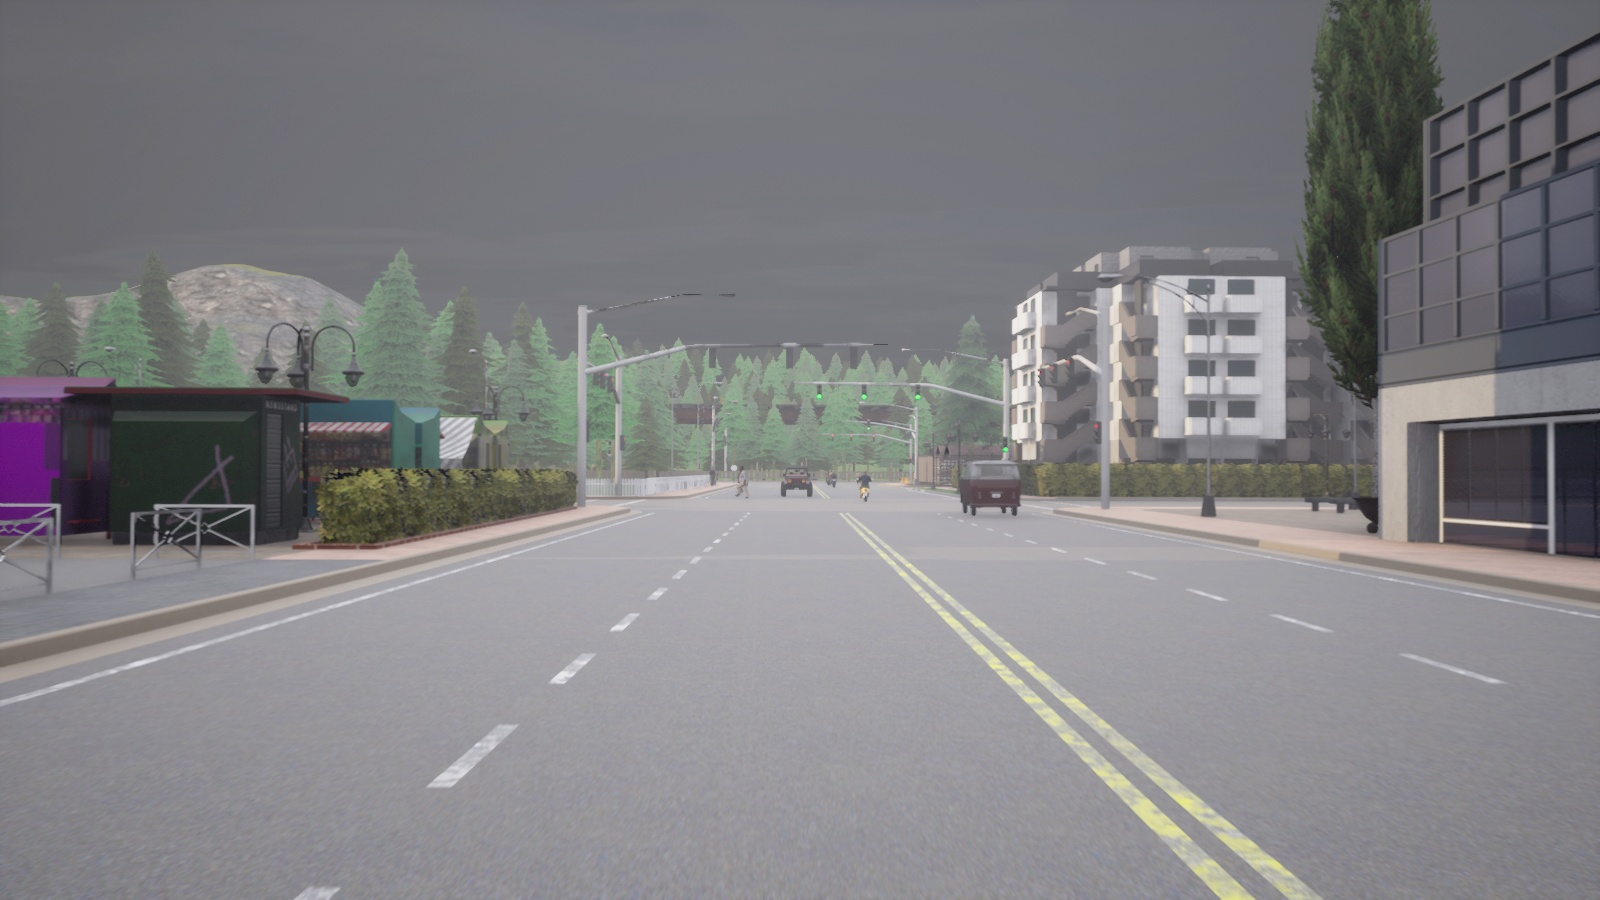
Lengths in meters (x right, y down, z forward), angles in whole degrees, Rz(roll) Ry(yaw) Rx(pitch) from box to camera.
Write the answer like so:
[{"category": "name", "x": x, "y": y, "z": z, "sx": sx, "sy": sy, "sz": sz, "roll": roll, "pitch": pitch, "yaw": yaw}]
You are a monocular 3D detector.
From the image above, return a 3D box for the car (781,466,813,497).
[{"category": "car", "x": -0.189, "y": 1.904, "z": 77.134, "sx": 1.905, "sy": 1.878, "sz": 3.866, "roll": 0, "pitch": -1, "yaw": 0}]

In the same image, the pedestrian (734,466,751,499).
[{"category": "pedestrian", "x": -3.183, "y": 1.789, "z": 69.426, "sx": 0.900, "sy": 1.855, "sz": 0.874, "roll": 0, "pitch": -1, "yaw": 1}]

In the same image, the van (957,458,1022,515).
[{"category": "van", "x": 6.922, "y": 1.313, "z": 46.162, "sx": 1.775, "sy": 1.987, "sz": 4.442, "roll": 0, "pitch": -1, "yaw": 1}]
